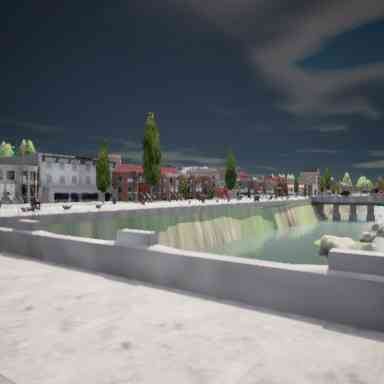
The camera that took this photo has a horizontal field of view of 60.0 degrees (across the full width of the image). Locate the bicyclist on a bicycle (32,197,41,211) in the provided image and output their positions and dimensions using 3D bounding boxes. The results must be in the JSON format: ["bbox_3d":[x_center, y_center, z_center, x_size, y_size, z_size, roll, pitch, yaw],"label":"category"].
[{"bbox_3d":[-17.102,1.326,36.475,1.656,1.620,0.582,0,0,35],"label":"bicyclist on a bicycle"}]
